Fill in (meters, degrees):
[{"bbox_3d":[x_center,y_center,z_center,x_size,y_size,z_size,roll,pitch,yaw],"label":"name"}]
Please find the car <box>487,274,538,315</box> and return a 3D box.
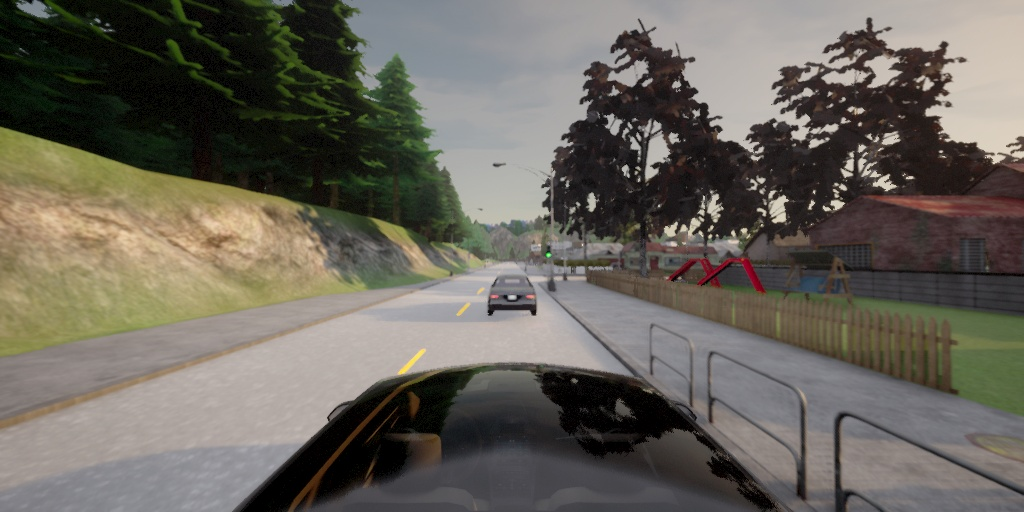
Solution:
[{"bbox_3d":[0.004,1.439,14.359,2.033,1.411,5.357,0,-1,0],"label":"car"}]
